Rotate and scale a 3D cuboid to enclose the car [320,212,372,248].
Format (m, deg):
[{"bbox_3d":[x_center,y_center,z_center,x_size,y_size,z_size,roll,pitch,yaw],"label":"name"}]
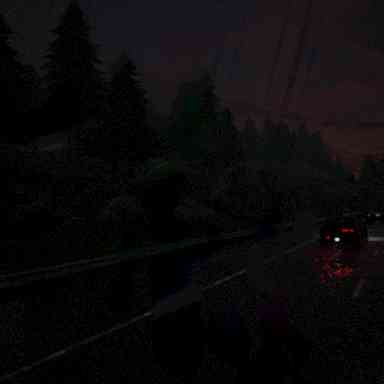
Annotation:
[{"bbox_3d":[8.198,2.045,17.813,1.837,1.490,4.892,-2,-3,33],"label":"car"}]

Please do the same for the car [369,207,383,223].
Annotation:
[{"bbox_3d":[18.865,2.294,33.261,2.097,1.767,4.553,-2,-3,36],"label":"car"}]
